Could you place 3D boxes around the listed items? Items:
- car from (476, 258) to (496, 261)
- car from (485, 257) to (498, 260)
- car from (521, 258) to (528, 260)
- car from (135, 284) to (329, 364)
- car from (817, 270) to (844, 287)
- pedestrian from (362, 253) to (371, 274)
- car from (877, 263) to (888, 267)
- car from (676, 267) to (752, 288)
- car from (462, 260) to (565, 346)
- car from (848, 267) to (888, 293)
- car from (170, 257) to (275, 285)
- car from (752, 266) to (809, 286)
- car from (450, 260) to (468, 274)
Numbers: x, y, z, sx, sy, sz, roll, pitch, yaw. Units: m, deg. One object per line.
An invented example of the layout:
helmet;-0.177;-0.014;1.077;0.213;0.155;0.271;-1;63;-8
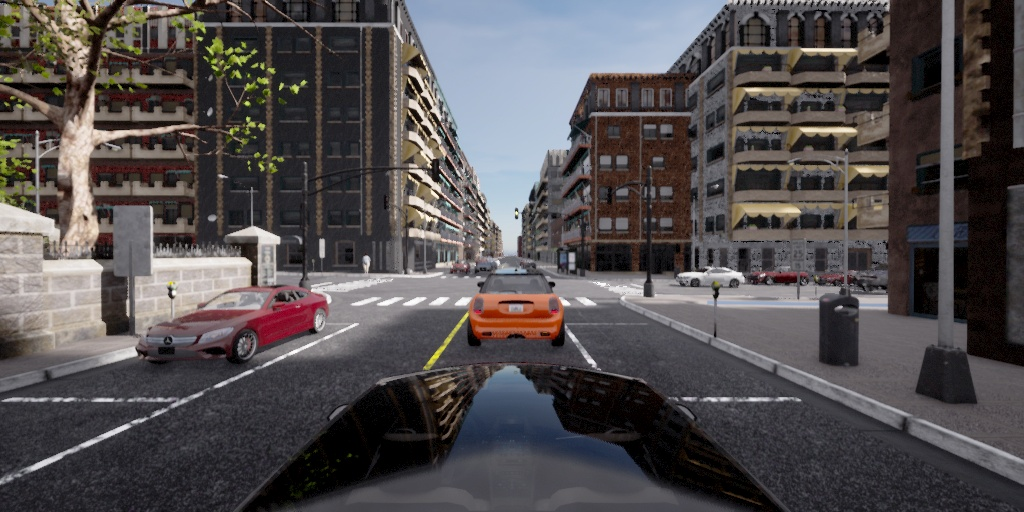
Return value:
car;-3.162;1.284;41.018;1.994;1.385;4.181;0;0;0
car;-3.173;1.277;51.582;1.994;1.385;4.181;0;0;0
car;2.602;1.263;51.707;2.007;1.370;4.403;0;0;0
car;-5.700;1.327;8.009;1.802;1.307;4.207;0;0;0
car;27.005;1.794;28.984;4.207;1.307;1.802;0;0;-1
pedestrian;-12.765;0.631;31.399;0.375;1.860;0.375;0;-1;-1
car;28.523;1.476;26.439;5.566;2.045;2.150;1;0;-1
car;14.472;1.532;26.249;4.674;1.442;1.812;1;0;-2
car;0.113;1.096;9.521;2.097;1.767;4.553;0;0;1
car;25.215;1.707;23.201;4.902;1.511;2.128;1;0;-1
car;-18.111;0.927;22.591;5.008;1.535;1.882;2;0;-1
car;21.332;1.551;28.905;4.097;1.591;1.967;0;0;-1
car;-5.758;1.160;40.420;1.967;1.591;4.097;0;0;0
